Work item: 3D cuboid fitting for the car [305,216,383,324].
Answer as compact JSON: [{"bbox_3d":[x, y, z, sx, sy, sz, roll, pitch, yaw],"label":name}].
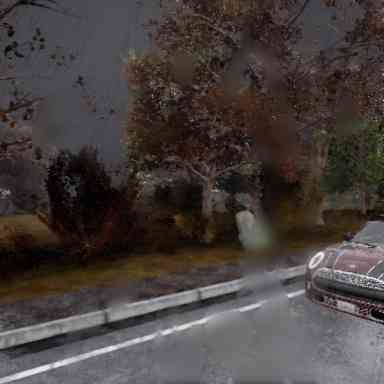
[{"bbox_3d":[4.363,1.277,6.790,4.553,1.767,2.097,-1,0,-35],"label":"car"}]
